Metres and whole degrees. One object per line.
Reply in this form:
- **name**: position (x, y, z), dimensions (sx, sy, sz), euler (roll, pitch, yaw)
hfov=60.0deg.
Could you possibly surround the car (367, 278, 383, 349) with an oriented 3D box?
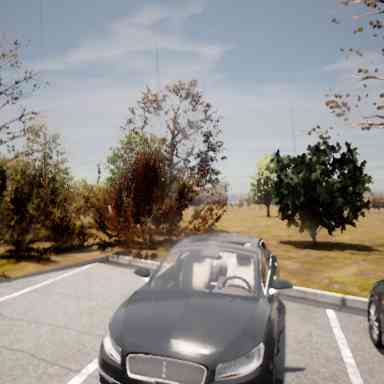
- **car**: position (3.160, 1.491, 3.241), dimensions (2.231, 1.521, 4.892), euler (0, -1, 15)

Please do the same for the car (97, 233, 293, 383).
- **car**: position (0.402, 1.470, 5.221), dimensions (2.231, 1.521, 4.892), euler (1, 0, 16)
